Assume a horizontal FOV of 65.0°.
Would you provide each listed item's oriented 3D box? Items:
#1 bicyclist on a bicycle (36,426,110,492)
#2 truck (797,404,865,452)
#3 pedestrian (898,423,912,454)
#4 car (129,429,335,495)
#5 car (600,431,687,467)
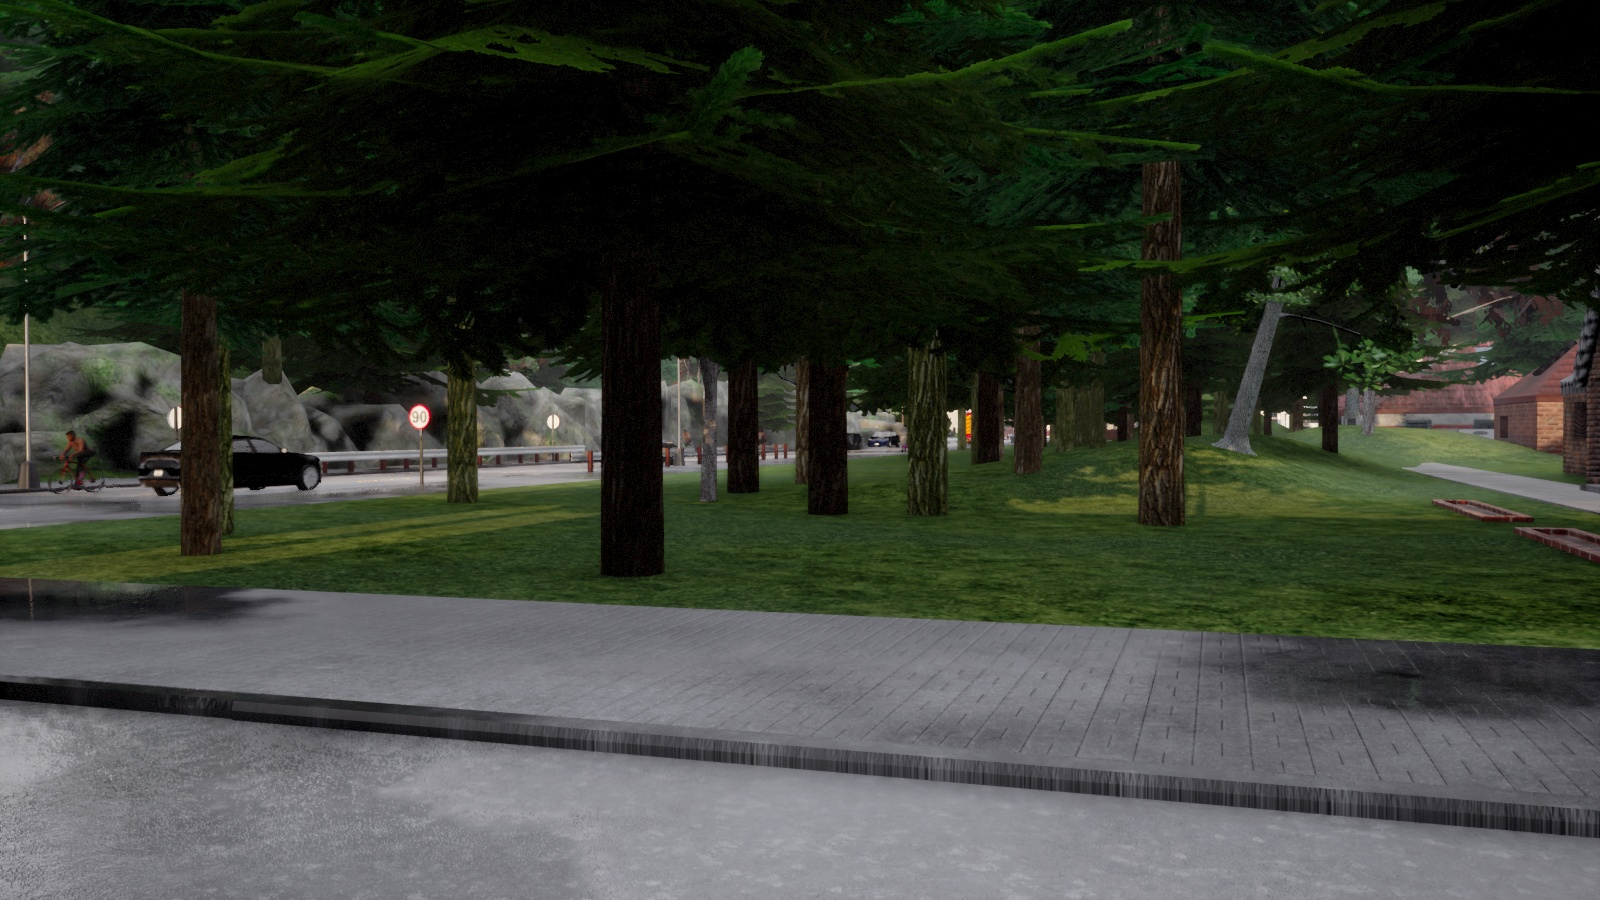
[{"bbox_3d":[-18.451,0.199,31.909,0.582,1.620,1.656,1,1,18],"label":"bicyclist on a bicycle"},{"bbox_3d":[2.408,-1.662,94.655,2.891,3.462,7.936,1,1,18],"label":"truck"},{"bbox_3d":[6.654,-0.714,79.645,0.659,1.952,0.873,0,1,17],"label":"pedestrian"},{"bbox_3d":[-14.250,0.240,31.883,1.882,1.535,5.008,1,1,18],"label":"car"},{"bbox_3d":[-6.744,-0.068,54.637,1.837,1.490,4.892,1,1,18],"label":"car"}]
